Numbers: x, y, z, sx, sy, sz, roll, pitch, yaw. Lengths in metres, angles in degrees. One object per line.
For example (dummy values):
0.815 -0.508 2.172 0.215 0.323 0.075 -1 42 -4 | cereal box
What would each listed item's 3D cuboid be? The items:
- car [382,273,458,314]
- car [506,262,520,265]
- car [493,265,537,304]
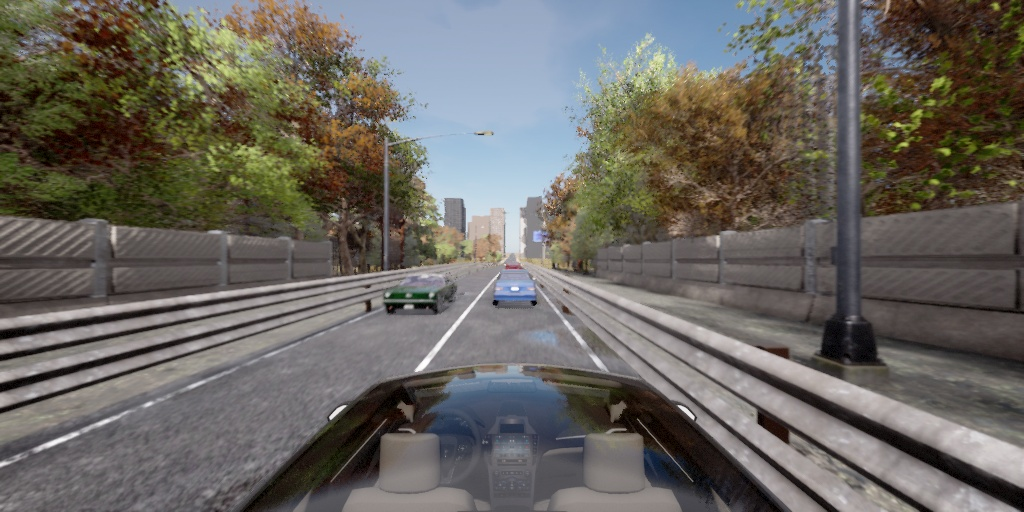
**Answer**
-3.341 1.348 13.840 1.895 1.301 4.718 0 0 0 | car
0.128 1.373 41.009 1.882 1.535 5.008 0 -1 0 | car
0.110 1.302 16.231 2.033 1.411 5.357 0 0 0 | car
